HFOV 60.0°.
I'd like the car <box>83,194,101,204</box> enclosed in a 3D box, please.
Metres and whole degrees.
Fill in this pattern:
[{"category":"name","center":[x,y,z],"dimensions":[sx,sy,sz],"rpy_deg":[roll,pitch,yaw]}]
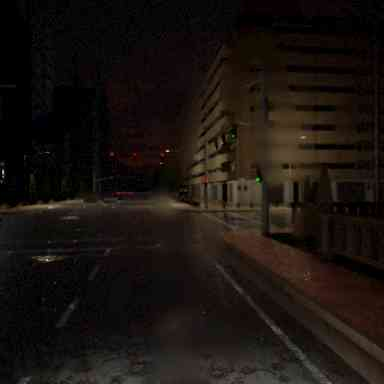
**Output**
[{"category":"car","center":[-18.303,1.408,60.074],"dimensions":[1.895,1.301,4.718],"rpy_deg":[-1,0,-7]}]

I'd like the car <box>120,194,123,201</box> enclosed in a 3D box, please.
[{"category":"car","center":[-16.925,1.200,76.373],"dimensions":[2.128,1.511,4.902],"rpy_deg":[-1,0,-8]}]

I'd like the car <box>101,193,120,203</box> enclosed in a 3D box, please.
[{"category":"car","center":[-14.844,1.371,60.589],"dimensions":[1.895,1.301,4.718],"rpy_deg":[-1,0,-7]}]
